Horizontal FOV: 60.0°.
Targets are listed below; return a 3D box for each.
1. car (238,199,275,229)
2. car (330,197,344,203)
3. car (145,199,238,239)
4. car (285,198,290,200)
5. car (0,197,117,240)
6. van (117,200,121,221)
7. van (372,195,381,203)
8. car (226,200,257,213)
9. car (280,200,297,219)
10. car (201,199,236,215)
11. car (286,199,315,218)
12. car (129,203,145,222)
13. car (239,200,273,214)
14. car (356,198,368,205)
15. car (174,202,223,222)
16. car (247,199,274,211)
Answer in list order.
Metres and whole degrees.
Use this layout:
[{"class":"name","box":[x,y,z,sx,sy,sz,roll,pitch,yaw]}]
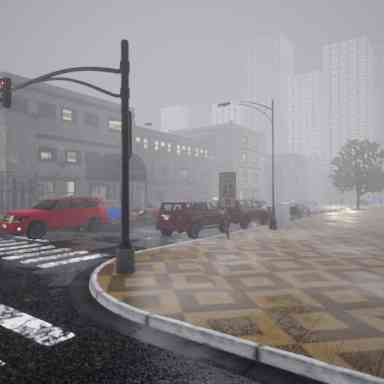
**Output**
[{"class":"car","box":[3.365,1.367,22.284,2.192,1.841,5.009,-1,-1,35]},{"class":"car","box":[34.892,1.913,81.191,2.008,1.369,4.403,-1,-1,35]},{"class":"car","box":[0.169,1.349,17.778,2.192,1.841,5.009,-1,-1,35]},{"class":"car","box":[15.612,1.740,54.021,1.752,1.417,4.829,-1,-1,35]},{"class":"car","box":[-7.095,1.270,17.854,2.150,2.045,5.566,0,0,39]},{"class":"van","box":[-6.667,1.412,22.626,1.690,1.788,3.998,-1,0,35]},{"class":"van","box":[44.923,1.693,80.851,1.690,1.788,3.998,-1,-1,35]},{"class":"car","box":[6.121,1.699,40.644,2.008,1.369,4.403,-1,-1,35]},{"class":"car","box":[6.563,1.615,26.787,1.887,1.381,4.507,-1,-1,35]},{"class":"car","box":[2.924,1.568,36.141,1.967,1.590,4.097,-1,-1,35]},{"class":"car","box":[9.761,1.656,31.292,1.947,1.339,4.313,-1,-1,35]},{"class":"car","box":[-3.470,1.529,27.130,1.967,1.590,4.097,-1,-1,35]},{"class":"car","box":[7.360,1.637,37.888,1.837,1.490,4.892,0,-1,36]},{"class":"car","box":[32.138,1.800,62.828,2.008,1.369,4.403,-1,-1,35]},{"class":"car","box":[0.644,1.615,28.440,1.812,1.442,4.674,0,-1,36]},{"class":"car","box":[9.318,1.721,45.150,2.008,1.369,4.403,-1,-1,35]}]
